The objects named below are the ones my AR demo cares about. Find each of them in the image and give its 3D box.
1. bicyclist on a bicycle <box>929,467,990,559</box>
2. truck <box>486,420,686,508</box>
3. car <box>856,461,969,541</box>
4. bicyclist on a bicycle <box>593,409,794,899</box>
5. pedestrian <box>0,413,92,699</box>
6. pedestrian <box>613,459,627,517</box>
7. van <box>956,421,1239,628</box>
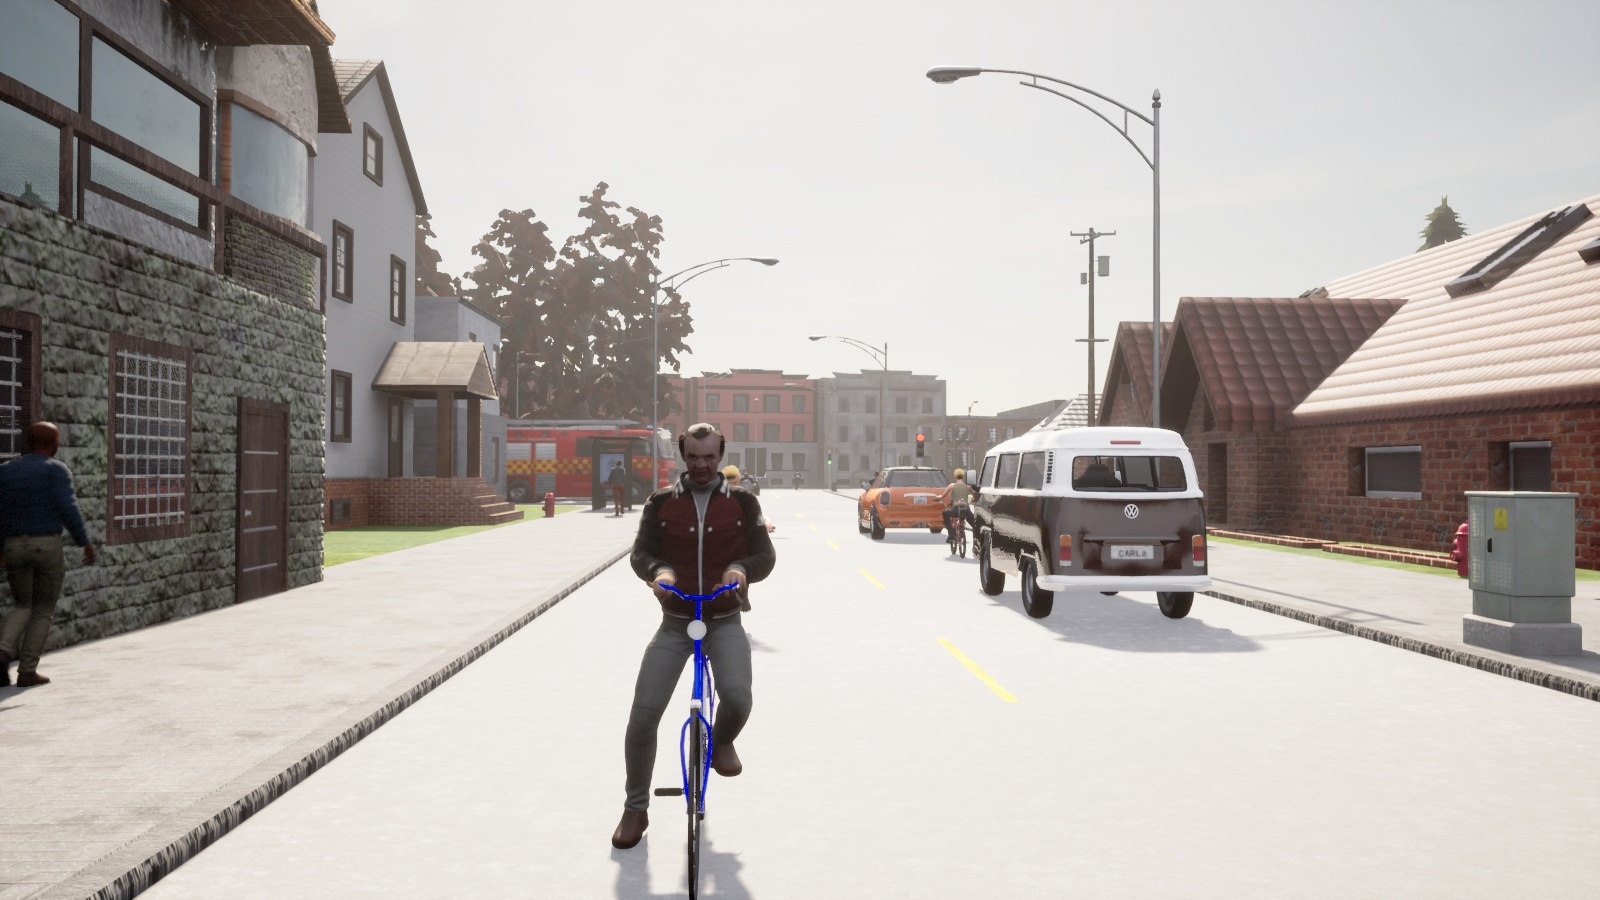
[{"bbox_3d":[2.899,1.124,22.953,0.866,1.612,1.509,0,-1,-2],"label":"bicyclist on a bicycle"},{"bbox_3d":[-9.555,0.636,56.573,8.468,3.827,2.891,0,-1,4],"label":"truck"},{"bbox_3d":[2.603,1.169,30.248,2.097,1.767,4.553,0,-1,-3],"label":"car"},{"bbox_3d":[-0.398,0.772,5.058,0.659,1.776,1.843,0,-1,-3],"label":"bicyclist on a bicycle"},{"bbox_3d":[-5.145,0.686,8.446,0.370,1.835,0.726,0,-1,-2],"label":"pedestrian"},{"bbox_3d":[-5.778,1.222,40.271,0.353,1.847,0.614,0,-1,1],"label":"pedestrian"},{"bbox_3d":[3.239,0.772,14.712,2.069,2.038,4.480,0,-1,-2],"label":"van"}]
